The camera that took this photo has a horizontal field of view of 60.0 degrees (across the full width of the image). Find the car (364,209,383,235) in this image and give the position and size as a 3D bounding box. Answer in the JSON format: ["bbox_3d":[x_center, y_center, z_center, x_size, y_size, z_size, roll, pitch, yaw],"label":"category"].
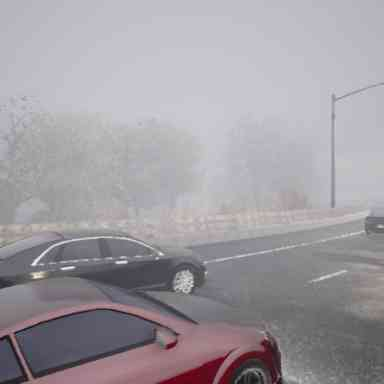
[{"bbox_3d":[11.542,1.678,19.172,1.882,1.535,5.008,0,0,43],"label":"car"}]

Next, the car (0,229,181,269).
[{"bbox_3d":[-1.890,1.531,6.893,4.892,1.490,1.837,1,0,-37],"label":"car"}]

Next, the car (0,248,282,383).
[{"bbox_3d":[-1.058,1.574,3.163,4.181,1.385,1.994,1,0,-37],"label":"car"}]
